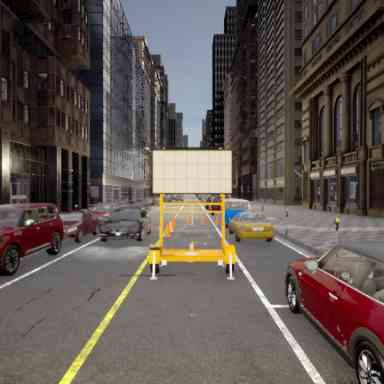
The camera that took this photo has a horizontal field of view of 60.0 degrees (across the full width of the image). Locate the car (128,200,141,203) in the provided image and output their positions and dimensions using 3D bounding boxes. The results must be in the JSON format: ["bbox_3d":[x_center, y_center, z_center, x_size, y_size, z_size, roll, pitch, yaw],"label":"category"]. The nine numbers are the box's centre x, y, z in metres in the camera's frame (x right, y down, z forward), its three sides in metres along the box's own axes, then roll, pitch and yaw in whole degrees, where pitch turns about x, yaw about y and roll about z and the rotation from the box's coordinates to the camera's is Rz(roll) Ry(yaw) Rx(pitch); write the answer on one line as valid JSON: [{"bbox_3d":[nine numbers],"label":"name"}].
[{"bbox_3d":[-5.737,1.552,27.323,2.008,1.369,4.403,0,0,0],"label":"car"}]

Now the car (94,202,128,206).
[{"bbox_3d":[-5.743,1.440,21.720,1.967,1.590,4.097,0,0,0],"label":"car"}]

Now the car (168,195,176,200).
[{"bbox_3d":[-5.665,1.588,94.548,1.887,1.381,4.507,0,0,0],"label":"car"}]

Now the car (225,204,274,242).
[{"bbox_3d":[2.776,1.525,16.294,1.752,1.417,4.829,0,0,0],"label":"car"}]

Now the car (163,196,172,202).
[{"bbox_3d":[-5.683,1.576,77.741,1.887,1.381,4.507,0,0,0],"label":"car"}]

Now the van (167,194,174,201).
[{"bbox_3d":[-5.672,1.380,88.946,1.690,1.788,3.998,0,0,0],"label":"van"}]

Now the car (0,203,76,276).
[{"bbox_3d":[-5.755,1.314,10.516,2.192,1.841,5.009,0,0,0],"label":"car"}]

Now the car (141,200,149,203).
[{"bbox_3d":[-5.731,1.569,32.924,1.947,1.339,4.313,0,0,0],"label":"car"}]

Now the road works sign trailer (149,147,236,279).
[{"bbox_3d":[0.009,0.464,9.966,2.380,3.560,2.880,0,0,0],"label":"road works sign trailer"}]

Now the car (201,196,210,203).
[{"bbox_3d":[2.836,1.609,72.140,1.802,1.307,4.206,0,0,0],"label":"car"}]

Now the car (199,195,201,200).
[{"bbox_3d":[2.824,1.586,60.937,1.947,1.339,4.313,0,0,0],"label":"car"}]

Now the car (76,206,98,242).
[{"bbox_3d":[-5.749,1.582,16.119,1.802,1.307,4.206,0,0,0],"label":"car"}]

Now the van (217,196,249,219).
[{"bbox_3d":[2.782,1.342,21.725,1.690,1.788,3.998,0,0,0],"label":"van"}]

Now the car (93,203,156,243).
[{"bbox_3d":[-3.084,1.504,16.286,1.837,1.490,4.892,0,0,0],"label":"car"}]

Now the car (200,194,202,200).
[{"bbox_3d":[2.818,1.456,55.335,1.967,1.590,4.097,0,0,0],"label":"car"}]

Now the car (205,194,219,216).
[{"bbox_3d":[2.793,1.319,32.928,2.192,1.841,5.009,0,0,0],"label":"car"}]

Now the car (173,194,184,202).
[{"bbox_3d":[-2.920,1.577,75.054,2.033,1.411,5.357,0,0,0],"label":"car"}]

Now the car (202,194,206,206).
[{"bbox_3d":[2.805,1.324,44.132,2.192,1.841,5.009,0,0,0],"label":"car"}]

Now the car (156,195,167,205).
[{"bbox_3d":[-5.707,1.560,55.333,1.887,1.381,4.507,0,0,0],"label":"car"}]

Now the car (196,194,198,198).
[{"bbox_3d":[2.854,1.584,88.945,1.887,1.381,4.507,0,0,0],"label":"car"}]

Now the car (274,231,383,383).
[{"bbox_3d":[2.764,1.440,4.919,1.967,1.590,4.097,0,0,0],"label":"car"}]

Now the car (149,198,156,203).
[{"bbox_3d":[-5.725,1.571,38.526,1.947,1.339,4.313,0,0,0],"label":"car"}]

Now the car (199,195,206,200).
[{"bbox_3d":[2.860,1.588,94.548,1.887,1.381,4.507,0,0,0],"label":"car"}]

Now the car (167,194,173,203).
[{"bbox_3d":[-5.689,1.467,72.139,1.967,1.590,4.097,0,0,0],"label":"car"}]

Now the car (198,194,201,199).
[{"bbox_3d":[2.830,1.464,66.538,1.967,1.590,4.097,0,0,0],"label":"car"}]

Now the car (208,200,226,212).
[{"bbox_3d":[2.800,1.588,38.530,1.802,1.307,4.206,0,0,0],"label":"car"}]
